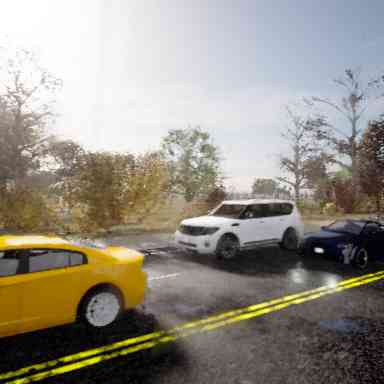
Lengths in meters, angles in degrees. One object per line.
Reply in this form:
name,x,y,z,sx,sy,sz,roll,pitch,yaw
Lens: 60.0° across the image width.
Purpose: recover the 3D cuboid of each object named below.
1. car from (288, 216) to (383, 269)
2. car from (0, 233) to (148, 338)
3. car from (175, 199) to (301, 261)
car,5.637,1.673,11.652,4.181,1.385,1.994,1,0,-35
car,-3.171,1.489,5.416,5.008,1.535,1.882,1,-1,-35
car,2.052,1.312,13.099,5.566,2.045,2.150,0,0,-35
